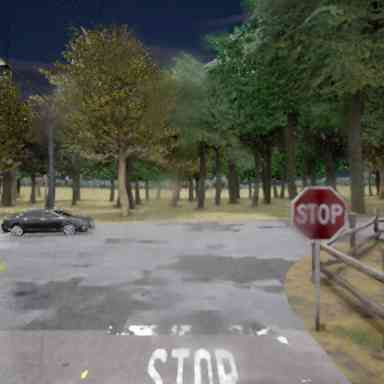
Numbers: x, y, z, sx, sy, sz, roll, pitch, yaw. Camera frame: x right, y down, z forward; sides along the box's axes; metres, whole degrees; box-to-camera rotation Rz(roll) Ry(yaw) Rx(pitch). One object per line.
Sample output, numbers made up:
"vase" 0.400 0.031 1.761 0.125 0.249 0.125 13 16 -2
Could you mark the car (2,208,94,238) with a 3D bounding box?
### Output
"car" -8.066 1.695 18.847 4.892 1.490 1.837 -1 0 0
